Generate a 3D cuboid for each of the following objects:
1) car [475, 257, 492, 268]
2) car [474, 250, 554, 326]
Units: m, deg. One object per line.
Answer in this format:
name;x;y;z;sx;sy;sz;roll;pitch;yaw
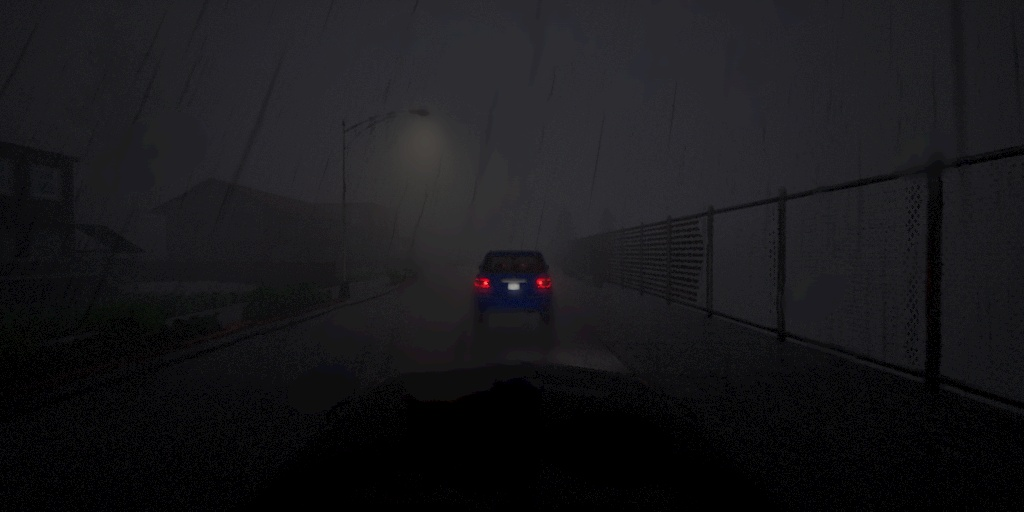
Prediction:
car;-3.865;0.844;49.041;1.812;1.442;4.674;0;0;2
car;0.072;0.874;11.487;2.150;2.045;5.566;0;-1;1
